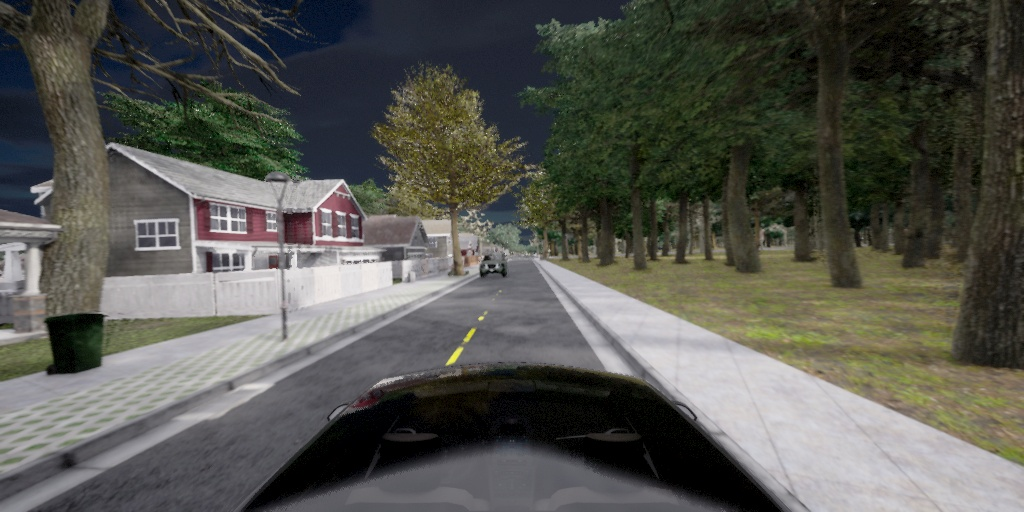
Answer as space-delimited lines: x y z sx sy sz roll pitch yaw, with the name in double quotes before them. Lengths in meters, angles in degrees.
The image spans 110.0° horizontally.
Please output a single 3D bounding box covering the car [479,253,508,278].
"car" -1.519 0.760 31.403 2.150 2.045 5.566 -2 1 2
